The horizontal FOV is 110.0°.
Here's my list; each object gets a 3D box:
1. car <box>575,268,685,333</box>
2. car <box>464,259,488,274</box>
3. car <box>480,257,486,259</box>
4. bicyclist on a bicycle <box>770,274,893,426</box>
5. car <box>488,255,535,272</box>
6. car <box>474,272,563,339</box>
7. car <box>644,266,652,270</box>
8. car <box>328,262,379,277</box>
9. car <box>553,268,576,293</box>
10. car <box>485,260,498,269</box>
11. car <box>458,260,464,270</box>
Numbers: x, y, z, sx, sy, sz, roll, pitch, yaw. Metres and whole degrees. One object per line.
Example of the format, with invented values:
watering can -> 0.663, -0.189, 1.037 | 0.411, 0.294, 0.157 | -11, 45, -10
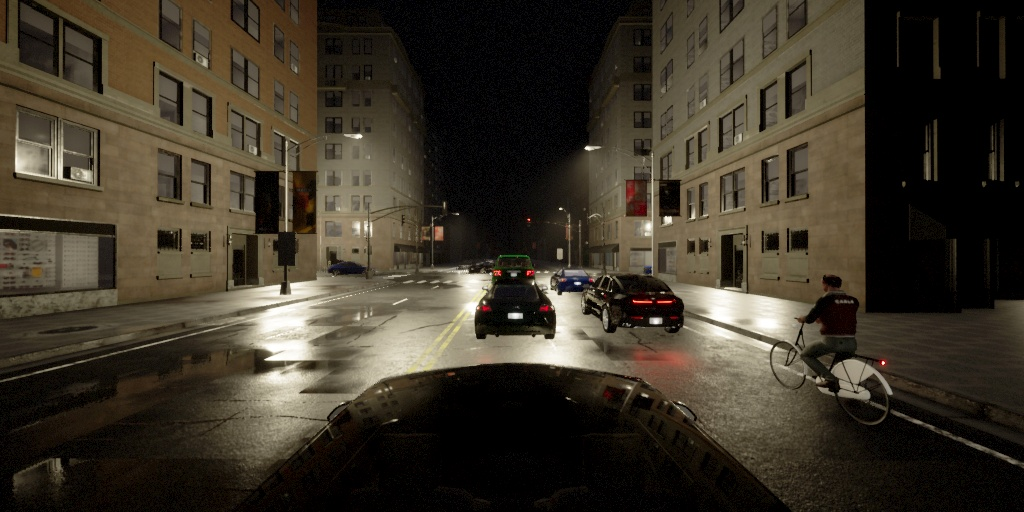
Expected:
car -> 3.337, 1.256, 10.724 | 1.837, 1.490, 4.892 | 0, 0, 0
car -> -2.809, 1.333, 39.719 | 4.181, 1.385, 1.994 | 0, 0, -45
car -> -3.394, 1.259, 51.022 | 2.128, 1.511, 4.902 | 0, 0, 0
bicyclist on a bicycle -> 4.140, 1.121, 4.847 | 0.659, 1.776, 1.843 | 0, 0, 0
car -> 0.080, 0.975, 19.471 | 2.150, 2.045, 5.566 | 0, 0, 0
car -> 0.087, 1.315, 10.058 | 1.994, 1.385, 4.181 | 0, 0, 0
car -> 16.366, 1.291, 37.614 | 5.008, 1.535, 1.882 | 0, 0, 0
car -> -15.311, 1.266, 34.770 | 4.674, 1.442, 1.812 | 0, 0, 0
car -> 3.230, 1.318, 19.620 | 1.994, 1.385, 4.181 | 0, 0, 0
car -> -3.391, 1.372, 60.287 | 1.895, 1.301, 4.718 | 0, 0, 0
car -> -6.642, 1.294, 52.278 | 1.812, 1.442, 4.674 | 0, 0, 0
